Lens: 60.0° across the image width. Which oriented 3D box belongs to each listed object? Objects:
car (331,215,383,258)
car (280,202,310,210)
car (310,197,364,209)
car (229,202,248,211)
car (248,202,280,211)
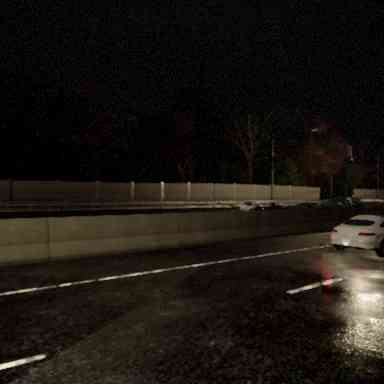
[{"bbox_3d":[7.440,1.642,13.353,4.674,1.442,1.812,1,0,-35],"label":"car"},{"bbox_3d":[11.434,1.772,33.648,4.674,1.442,1.812,1,0,-35],"label":"car"},{"bbox_3d":[13.912,1.473,31.108,5.566,2.045,2.150,1,0,-35],"label":"car"},{"bbox_3d":[6.637,1.839,38.816,4.718,1.301,1.895,1,0,-35],"label":"car"},{"bbox_3d":[8.667,1.839,35.966,4.718,1.301,1.895,1,0,-35],"label":"car"}]
